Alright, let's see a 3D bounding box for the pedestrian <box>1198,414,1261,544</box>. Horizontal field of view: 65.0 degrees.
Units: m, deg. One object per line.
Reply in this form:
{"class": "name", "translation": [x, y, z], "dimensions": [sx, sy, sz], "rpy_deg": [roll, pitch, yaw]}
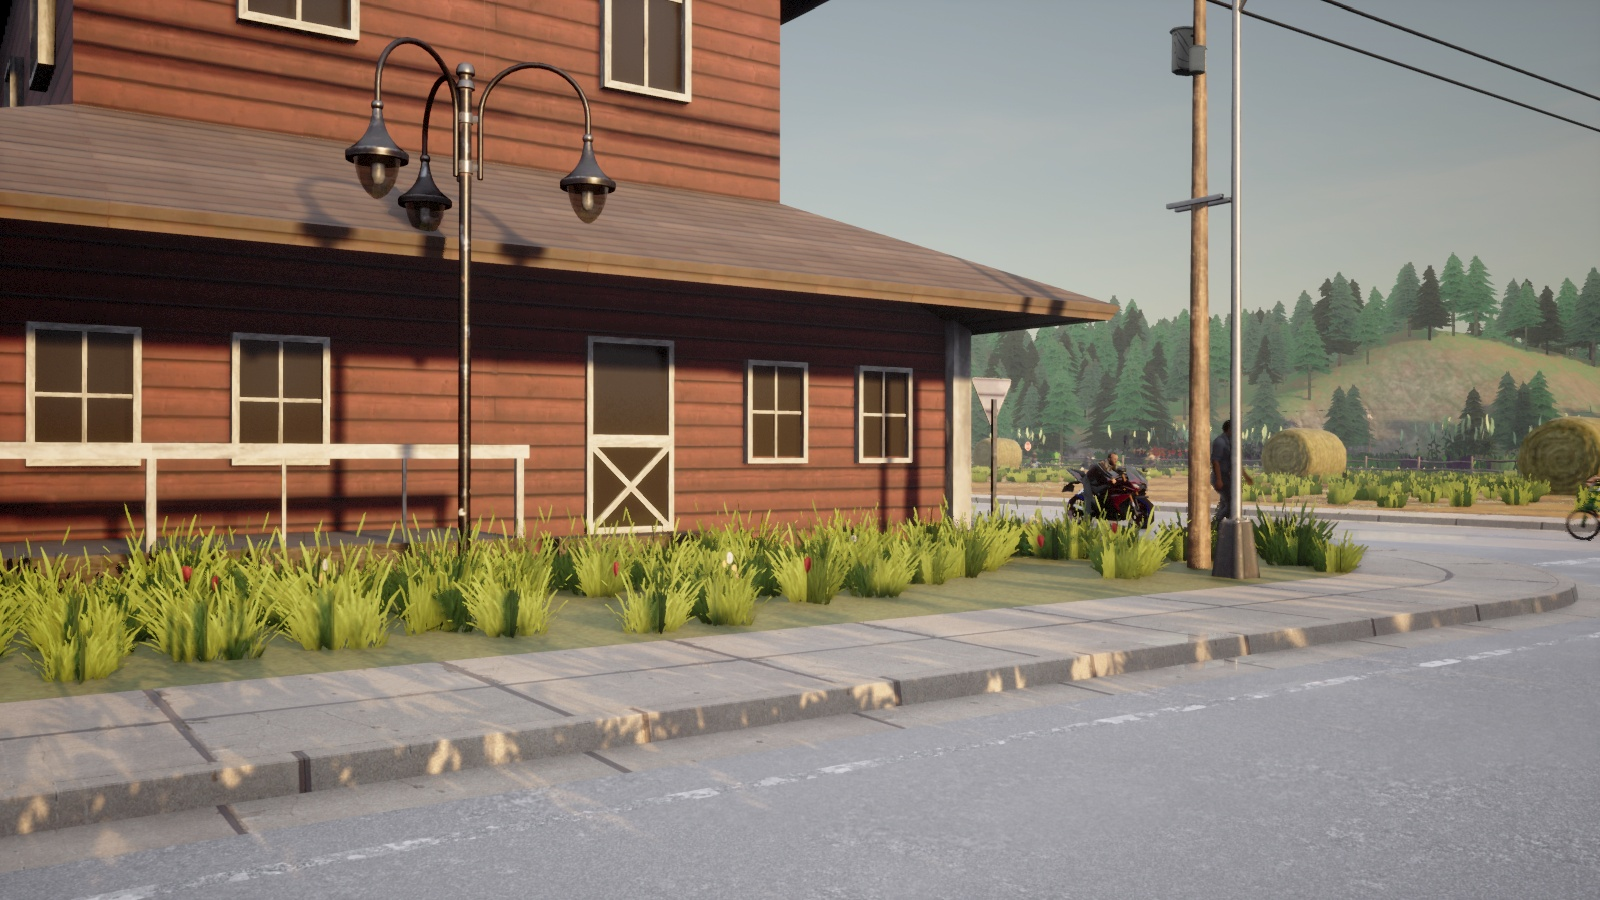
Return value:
{"class": "pedestrian", "translation": [6.255, 0.412, 18.294], "dimensions": [0.694, 1.848, 0.540], "rpy_deg": [0, 0, 43]}

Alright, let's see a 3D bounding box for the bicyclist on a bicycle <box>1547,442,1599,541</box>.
{"class": "bicyclist on a bicycle", "translation": [13.435, 0.676, 20.859], "dimensions": [0.866, 1.612, 1.509], "rpy_deg": [-1, 0, -32]}

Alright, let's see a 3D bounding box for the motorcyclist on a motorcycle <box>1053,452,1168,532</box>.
{"class": "motorcyclist on a motorcycle", "translation": [6.203, 0.801, 25.174], "dimensions": [0.866, 1.530, 2.191], "rpy_deg": [0, 0, -36]}
